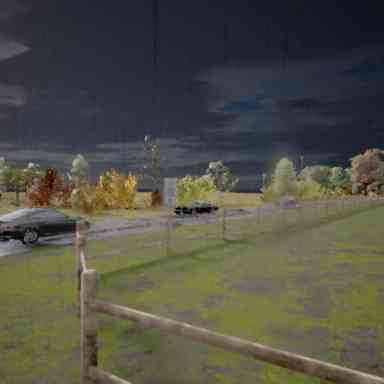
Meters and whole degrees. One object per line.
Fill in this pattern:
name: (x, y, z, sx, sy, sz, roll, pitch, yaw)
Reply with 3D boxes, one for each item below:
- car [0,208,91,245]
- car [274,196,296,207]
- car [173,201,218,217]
car: (-6.728, 1.438, 15.038, 1.812, 1.442, 4.674, -1, 0, 28)
car: (13.595, 1.350, 48.274, 1.837, 1.490, 4.892, 0, 0, 36)
car: (0.389, 1.462, 30.051, 1.895, 1.301, 4.718, 0, 0, 36)
